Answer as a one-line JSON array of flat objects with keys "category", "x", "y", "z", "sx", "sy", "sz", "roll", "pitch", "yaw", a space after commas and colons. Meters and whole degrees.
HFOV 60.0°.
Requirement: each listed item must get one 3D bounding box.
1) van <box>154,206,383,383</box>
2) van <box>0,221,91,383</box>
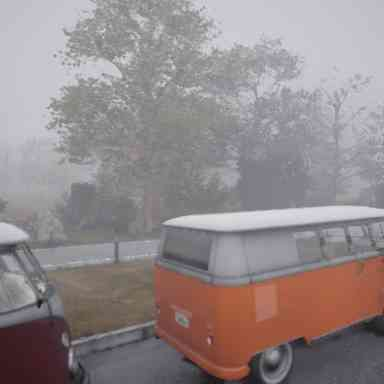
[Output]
[{"category": "van", "x": 1.697, "y": 1.253, "z": 5.206, "sx": 4.442, "sy": 1.987, "sz": 1.878, "roll": -1, "pitch": -1, "yaw": -33}, {"category": "van", "x": -2.917, "y": 1.246, "z": 2.042, "sx": 4.442, "sy": 1.987, "sz": 1.878, "roll": -1, "pitch": -1, "yaw": -38}]
